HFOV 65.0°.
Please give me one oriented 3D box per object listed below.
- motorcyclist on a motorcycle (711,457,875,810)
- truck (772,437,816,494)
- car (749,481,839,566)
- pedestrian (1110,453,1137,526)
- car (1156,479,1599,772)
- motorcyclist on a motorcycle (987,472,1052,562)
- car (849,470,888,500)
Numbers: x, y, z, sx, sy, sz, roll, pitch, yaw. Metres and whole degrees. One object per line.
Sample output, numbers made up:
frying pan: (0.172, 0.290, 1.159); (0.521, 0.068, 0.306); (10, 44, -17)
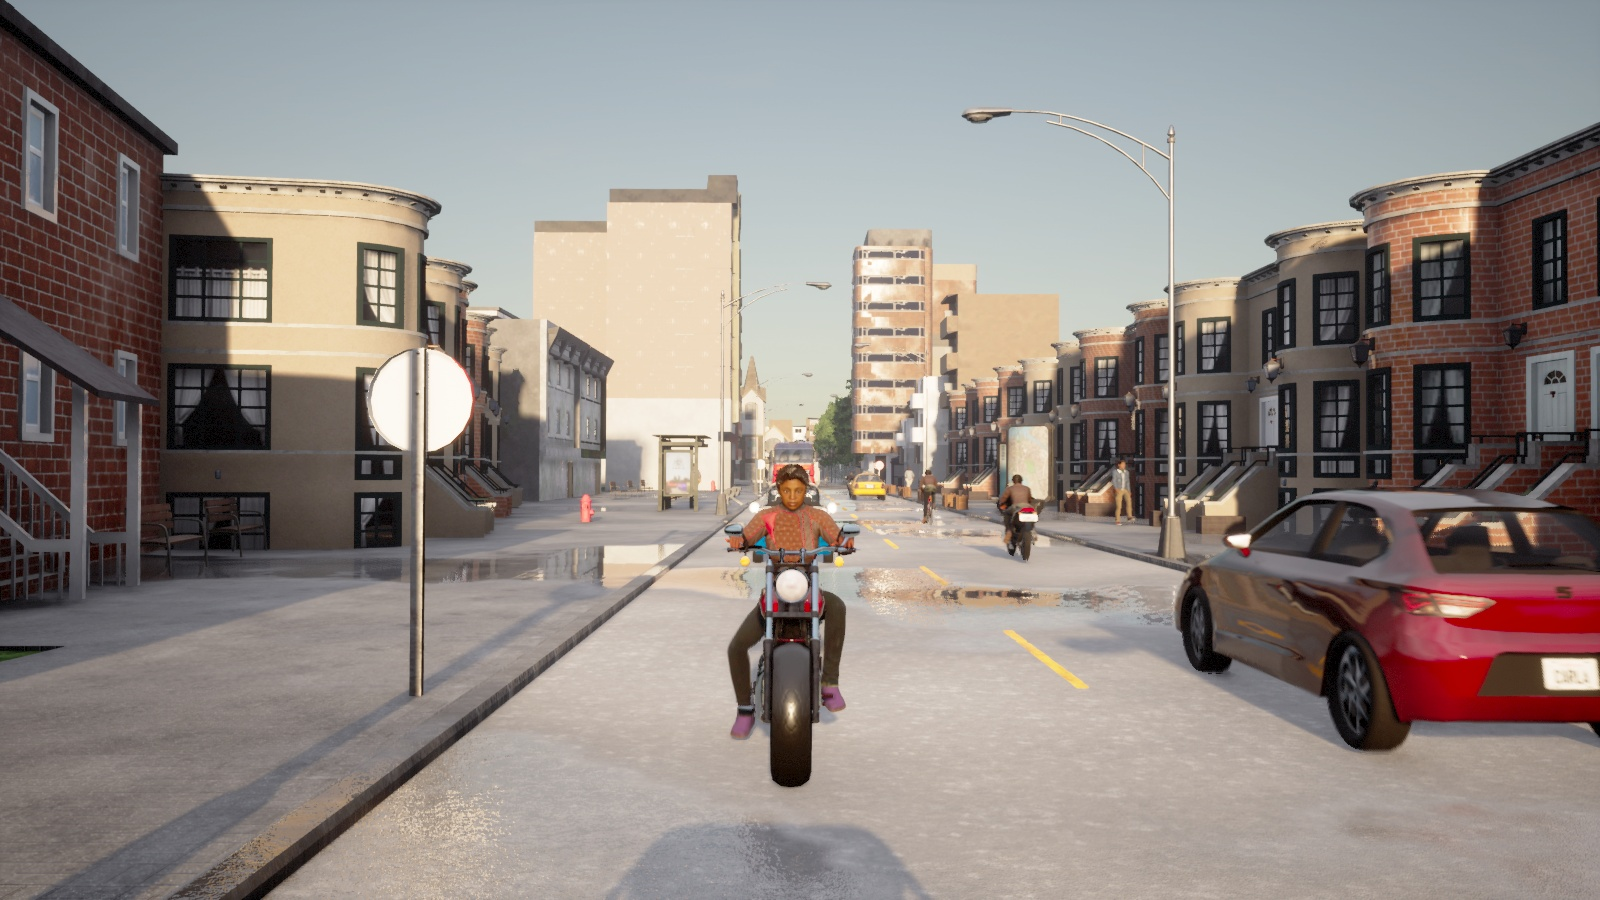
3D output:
motorcyclist on a motorcycle: (-0.039, 0.883, 7.071); (0.766, 1.649, 2.350); (0, -1, 0)
truck: (-0.439, 1.130, 88.272); (2.891, 3.827, 8.468); (0, -1, 0)
car: (-0.105, 1.234, 21.758); (1.481, 1.376, 2.207); (0, -1, 0)
pedestrian: (8.801, 1.061, 34.165); (0.423, 1.949, 0.788); (0, -1, -10)
car: (3.955, 0.956, 8.587); (1.816, 1.474, 4.193); (0, -1, 0)
motorcyclist on a motorcycle: (3.893, 1.157, 22.423); (0.797, 1.523, 2.044); (0, -1, 0)
car: (3.683, 1.889, 68.639); (1.801, 1.575, 5.366); (0, -1, 0)
